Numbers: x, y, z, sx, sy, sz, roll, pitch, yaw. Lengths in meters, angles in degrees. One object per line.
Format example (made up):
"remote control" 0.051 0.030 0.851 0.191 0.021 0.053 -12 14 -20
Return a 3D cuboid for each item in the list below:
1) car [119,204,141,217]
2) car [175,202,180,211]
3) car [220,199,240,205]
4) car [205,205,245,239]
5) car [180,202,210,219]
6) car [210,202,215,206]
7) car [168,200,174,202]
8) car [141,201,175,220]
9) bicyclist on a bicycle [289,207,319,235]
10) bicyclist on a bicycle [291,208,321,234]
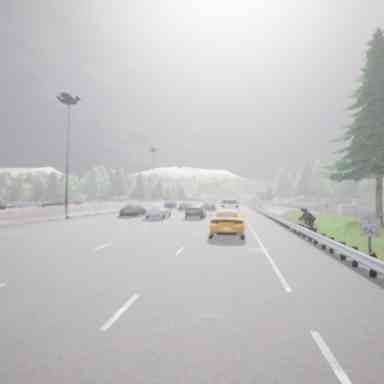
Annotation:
"car" -6.450 1.970 36.457 1.994 1.385 4.181 1 -1 7
"car" -0.929 2.249 52.649 1.994 1.385 4.181 1 -1 7
"car" 4.531 1.801 39.692 2.150 2.045 5.566 1 -1 7
"car" 2.055 1.759 19.451 1.882 1.535 5.008 1 -1 7
"car" 0.402 1.957 34.824 2.128 1.511 4.902 1 -1 7
"car" 2.785 2.313 54.172 1.994 1.385 4.181 1 -1 7
"car" -3.829 2.194 57.720 1.882 1.535 5.008 1 0 7
"car" -3.316 1.926 33.261 1.812 1.442 4.674 1 -1 7
"bicyclist on a bicycle" 7.150 1.832 21.235 1.656 1.620 0.582 1 -3 28
"bicyclist on a bicycle" 7.030 1.820 20.250 1.656 1.620 0.582 2 0 0
